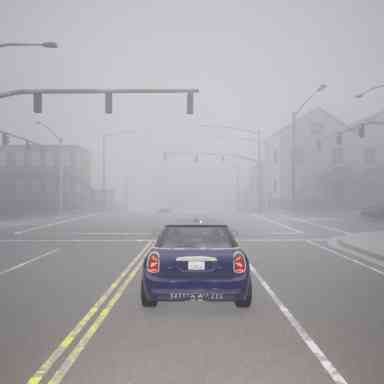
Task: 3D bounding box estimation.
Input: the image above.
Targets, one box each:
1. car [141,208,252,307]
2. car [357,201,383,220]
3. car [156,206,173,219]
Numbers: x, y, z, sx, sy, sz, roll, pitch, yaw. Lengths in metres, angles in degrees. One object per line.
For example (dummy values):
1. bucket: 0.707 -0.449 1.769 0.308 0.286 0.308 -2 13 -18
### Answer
1. car: 0.095 1.352 8.141 2.097 1.767 4.553 0 0 0
2. car: 16.442 1.491 27.722 4.902 1.511 2.128 0 0 -1
3. car: -3.549 2.720 43.638 1.895 1.301 4.718 0 -8 0
